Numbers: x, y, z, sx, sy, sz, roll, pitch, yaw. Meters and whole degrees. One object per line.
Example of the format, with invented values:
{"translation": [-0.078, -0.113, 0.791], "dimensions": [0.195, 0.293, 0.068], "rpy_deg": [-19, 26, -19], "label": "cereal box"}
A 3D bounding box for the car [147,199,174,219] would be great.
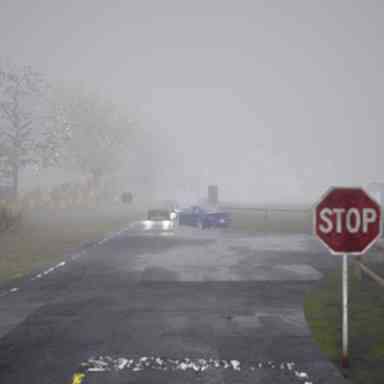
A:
{"translation": [-2.957, 1.620, 30.854], "dimensions": [1.882, 1.535, 5.008], "rpy_deg": [0, 0, 0], "label": "car"}

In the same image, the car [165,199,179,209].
{"translation": [-3.007, 1.812, 50.416], "dimensions": [1.895, 1.301, 4.718], "rpy_deg": [0, 0, 0], "label": "car"}

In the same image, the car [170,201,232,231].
{"translation": [0.653, 1.583, 21.863], "dimensions": [1.882, 1.535, 5.008], "rpy_deg": [-2, 0, -28], "label": "car"}
